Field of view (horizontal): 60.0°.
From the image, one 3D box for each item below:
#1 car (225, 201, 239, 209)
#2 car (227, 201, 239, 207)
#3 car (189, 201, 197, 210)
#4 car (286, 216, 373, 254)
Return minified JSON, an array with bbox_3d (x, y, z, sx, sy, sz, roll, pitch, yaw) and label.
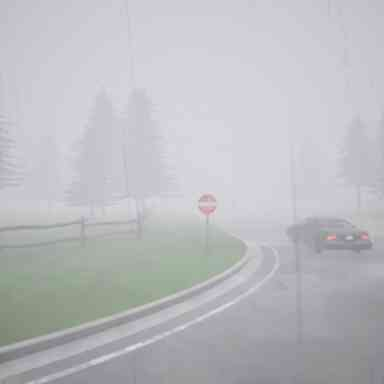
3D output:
[{"bbox_3d":[8.014,2.730,67.416,1.837,1.490,4.892,-1,-1,-5],"label":"car"},{"bbox_3d":[10.217,2.975,82.575,1.882,1.535,5.008,-1,-1,-5],"label":"car"},{"bbox_3d":[1.056,2.849,66.666,2.033,1.411,5.357,-1,-1,-5],"label":"car"},{"bbox_3d":[5.733,1.769,14.628,2.033,1.411,5.357,-1,-1,0],"label":"car"}]
